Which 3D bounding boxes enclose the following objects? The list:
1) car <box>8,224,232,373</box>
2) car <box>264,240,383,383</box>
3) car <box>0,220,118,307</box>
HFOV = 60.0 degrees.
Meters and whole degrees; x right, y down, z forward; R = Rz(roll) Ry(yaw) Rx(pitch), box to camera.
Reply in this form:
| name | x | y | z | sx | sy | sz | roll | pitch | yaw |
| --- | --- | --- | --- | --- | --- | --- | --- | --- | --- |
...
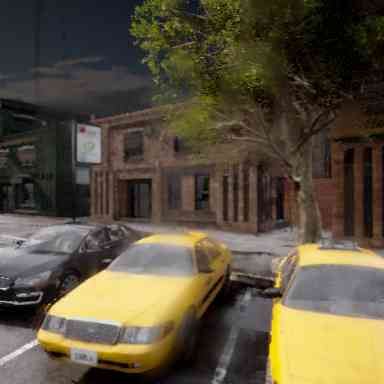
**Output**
| name | x | y | z | sx | sy | sz | roll | pitch | yaw |
| --- | --- | --- | --- | --- | --- | --- | --- | --- | --- |
| car | -0.448 | 1.480 | 6.195 | 1.946 | 1.575 | 5.366 | 1 | -1 | 16 |
| car | 1.995 | 1.480 | 4.452 | 1.946 | 1.575 | 5.366 | 1 | -1 | 16 |
| car | -2.835 | 1.487 | 8.126 | 2.231 | 1.521 | 4.892 | 1 | -1 | 16 |
